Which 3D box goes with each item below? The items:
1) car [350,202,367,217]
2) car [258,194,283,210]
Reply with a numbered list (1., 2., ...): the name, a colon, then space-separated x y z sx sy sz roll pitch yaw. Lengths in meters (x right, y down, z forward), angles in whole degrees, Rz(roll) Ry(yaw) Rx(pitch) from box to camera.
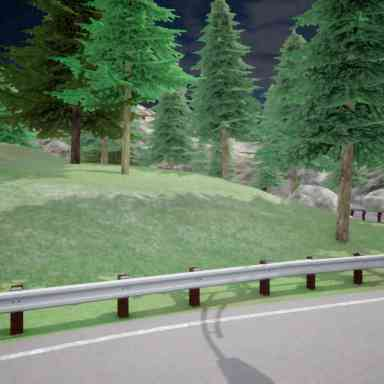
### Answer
1. car: 14.353 1.541 31.617 1.812 1.442 4.674 0 0 -18
2. car: 10.330 1.237 43.099 2.150 2.045 5.566 0 0 -25
